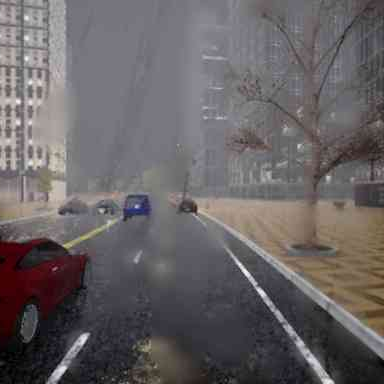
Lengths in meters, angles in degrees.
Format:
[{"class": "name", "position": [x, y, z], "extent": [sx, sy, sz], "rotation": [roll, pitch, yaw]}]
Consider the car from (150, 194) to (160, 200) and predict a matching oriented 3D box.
[{"class": "car", "position": [-9.199, 1.258, 81.785], "extent": [1.812, 1.442, 4.674], "rotation": [0, 0, -13]}]

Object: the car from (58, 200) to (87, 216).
[{"class": "car", "position": [-11.406, 1.503, 32.415], "extent": [2.033, 1.411, 5.357], "rotation": [0, 0, -5]}]

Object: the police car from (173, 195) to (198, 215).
[{"class": "police car", "position": [-0.536, 1.366, 32.665], "extent": [1.930, 1.638, 5.238], "rotation": [0, 0, -5]}]

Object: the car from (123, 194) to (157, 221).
[{"class": "car", "position": [-4.234, 1.177, 26.933], "extent": [2.150, 2.045, 5.566], "rotation": [0, 0, -4]}]

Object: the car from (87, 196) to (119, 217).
[{"class": "car", "position": [-8.059, 1.444, 31.321], "extent": [2.128, 1.511, 4.902], "rotation": [0, 0, -5]}]

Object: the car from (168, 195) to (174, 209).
[{"class": "car", "position": [-1.572, 1.277, 42.631], "extent": [2.097, 1.767, 4.553], "rotation": [0, 0, -7]}]

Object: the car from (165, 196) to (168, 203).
[{"class": "car", "position": [-2.332, 1.268, 48.678], "extent": [2.097, 1.767, 4.553], "rotation": [0, 0, -8]}]

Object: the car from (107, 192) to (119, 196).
[{"class": "car", "position": [-17.401, 0.985, 73.216], "extent": [2.150, 2.045, 5.566], "rotation": [0, 0, -12]}]

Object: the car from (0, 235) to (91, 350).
[{"class": "car", "position": [-3.268, 1.518, 6.058], "extent": [1.812, 1.442, 4.674], "rotation": [0, 0, -1]}]

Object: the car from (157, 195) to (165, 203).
[{"class": "car", "position": [-5.917, 1.429, 65.691], "extent": [1.812, 1.442, 4.674], "rotation": [0, 0, -11]}]

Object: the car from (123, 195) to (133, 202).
[{"class": "car", "position": [-13.698, 1.433, 71.335], "extent": [1.994, 1.385, 4.181], "rotation": [0, 0, -11]}]
